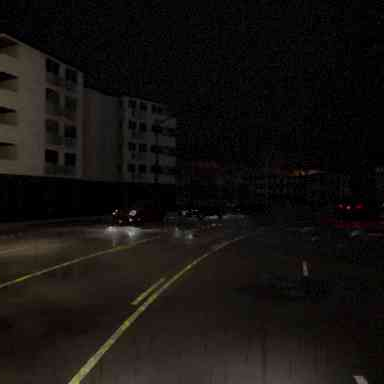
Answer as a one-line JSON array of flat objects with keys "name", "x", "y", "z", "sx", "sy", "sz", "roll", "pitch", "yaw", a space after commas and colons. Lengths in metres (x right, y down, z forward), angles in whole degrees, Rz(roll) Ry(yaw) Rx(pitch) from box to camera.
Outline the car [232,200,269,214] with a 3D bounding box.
[{"name": "car", "x": 6.605, "y": 1.619, "z": 37.364, "sx": 4.718, "sy": 1.301, "sz": 1.895, "roll": 1, "pitch": 0, "yaw": -43}]

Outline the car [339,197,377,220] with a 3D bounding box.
[{"name": "car", "x": 16.066, "y": 1.519, "z": 31.839, "sx": 5.566, "sy": 2.045, "sz": 2.150, "roll": 1, "pitch": 0, "yaw": -43}]

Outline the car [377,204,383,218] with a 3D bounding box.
[{"name": "car", "x": 18.662, "y": 1.809, "z": 29.487, "sx": 4.902, "sy": 1.511, "sz": 2.128, "roll": 1, "pitch": 0, "yaw": -43}]

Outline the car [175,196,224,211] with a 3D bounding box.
[{"name": "car", "x": 0.787, "y": 1.286, "z": 25.031, "sx": 2.128, "sy": 1.511, "sz": 4.902, "roll": 0, "pitch": 0, "yaw": 33}]

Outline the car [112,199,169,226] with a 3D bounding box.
[{"name": "car", "x": -3.653, "y": 1.407, "z": 24.081, "sx": 2.097, "sy": 1.767, "sz": 4.553, "roll": 1, "pitch": 0, "yaw": 30}]
